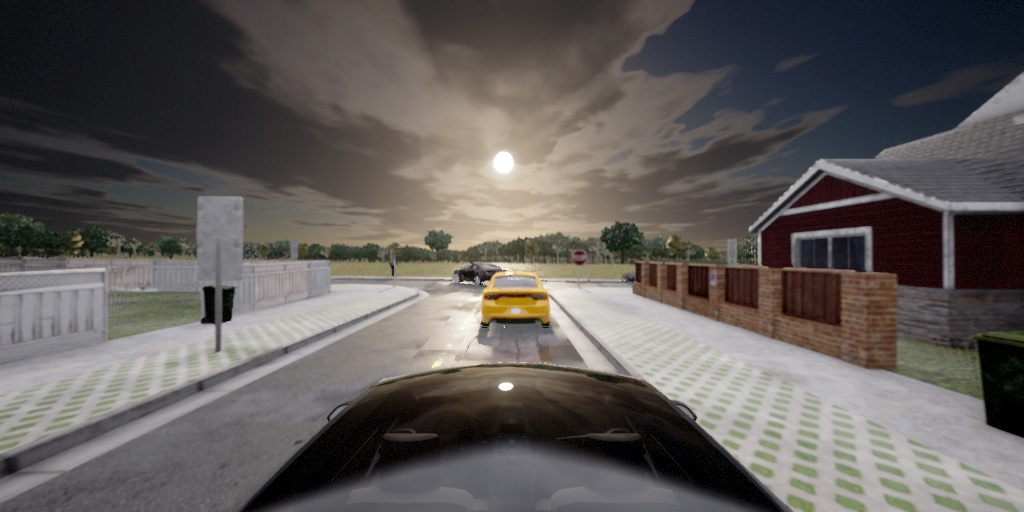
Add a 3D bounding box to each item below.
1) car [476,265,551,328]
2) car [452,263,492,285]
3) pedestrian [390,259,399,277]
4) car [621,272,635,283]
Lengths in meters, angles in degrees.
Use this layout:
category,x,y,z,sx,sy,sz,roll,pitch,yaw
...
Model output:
category,x,y,z,sx,sy,sz,roll,pitch,yaw
car,0.099,1.226,11.454,1.882,1.535,5.008,0,0,0
car,-2.315,1.215,24.871,1.882,1.535,5.008,3,-1,-36
pedestrian,-9.702,0.811,29.483,0.375,1.860,0.375,0,-1,0
car,11.012,1.456,26.706,5.357,1.411,2.033,1,0,0
